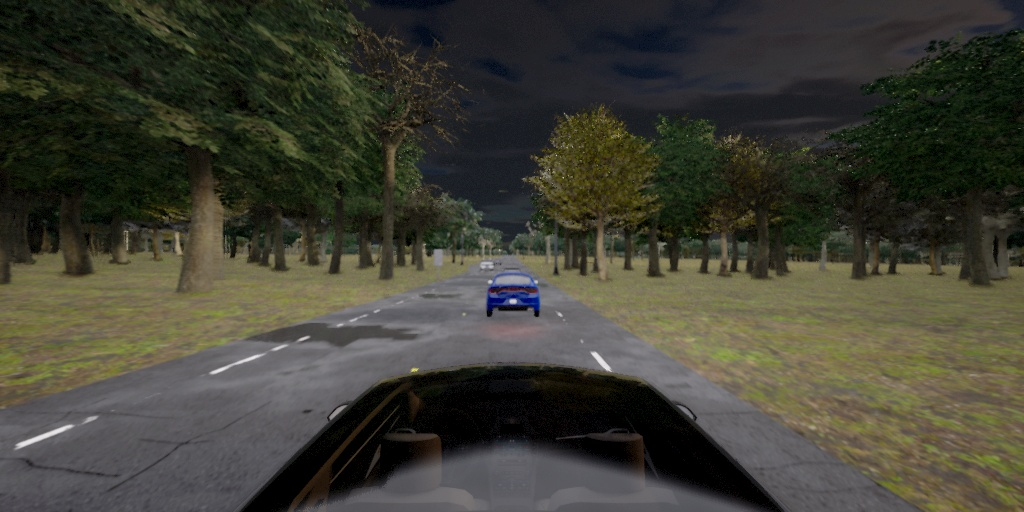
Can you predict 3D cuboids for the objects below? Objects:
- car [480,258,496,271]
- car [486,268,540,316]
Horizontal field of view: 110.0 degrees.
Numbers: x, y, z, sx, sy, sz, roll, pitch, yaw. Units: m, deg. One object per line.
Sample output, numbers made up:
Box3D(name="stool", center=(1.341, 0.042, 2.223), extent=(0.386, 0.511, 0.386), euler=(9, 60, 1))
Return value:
Box3D(name="car", center=(-4.175, 1.423, 59.904), extent=(2.150, 2.045, 5.566), euler=(0, 0, -5))
Box3D(name="car", center=(0.042, 1.384, 14.143), extent=(1.882, 1.535, 5.008), euler=(0, -2, 0))
